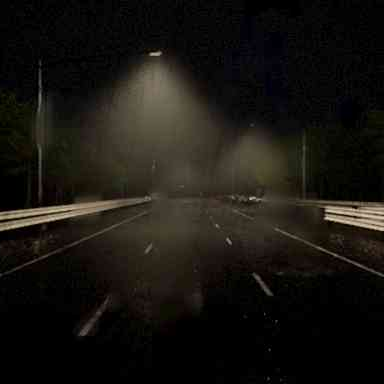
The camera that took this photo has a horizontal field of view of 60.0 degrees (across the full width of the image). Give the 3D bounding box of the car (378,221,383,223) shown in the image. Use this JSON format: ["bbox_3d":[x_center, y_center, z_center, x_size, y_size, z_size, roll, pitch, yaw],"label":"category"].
[{"bbox_3d":[15.295,1.481,23.327,1.837,1.490,4.892,0,-1,-25],"label":"car"}]

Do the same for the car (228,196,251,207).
[{"bbox_3d":[7.644,1.345,51.904,2.097,1.767,4.553,0,0,-9],"label":"car"}]

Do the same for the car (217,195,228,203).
[{"bbox_3d":[6.957,1.597,70.072,1.994,1.385,4.181,0,0,0],"label":"car"}]

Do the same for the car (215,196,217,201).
[{"bbox_3d":[6.969,1.539,86.023,1.812,1.442,4.674,0,0,0],"label":"car"}]
